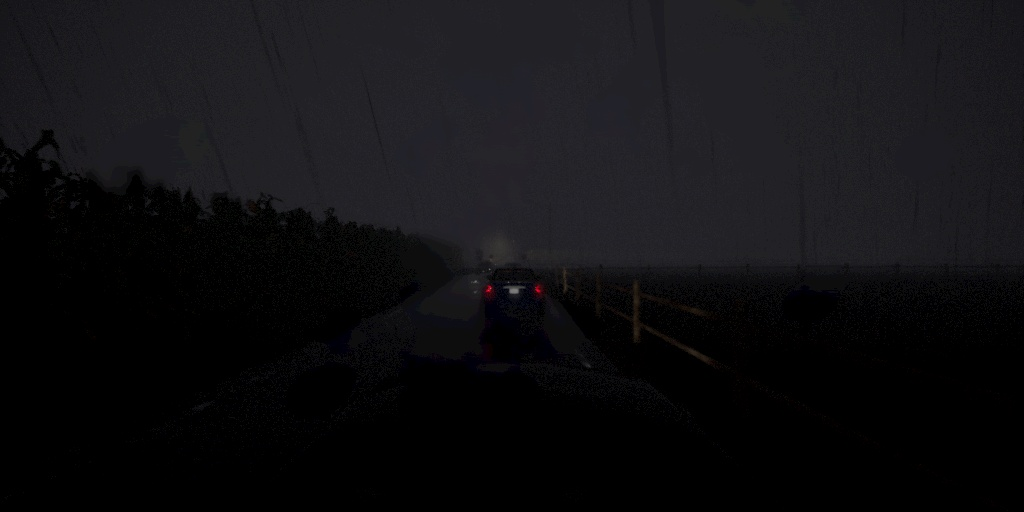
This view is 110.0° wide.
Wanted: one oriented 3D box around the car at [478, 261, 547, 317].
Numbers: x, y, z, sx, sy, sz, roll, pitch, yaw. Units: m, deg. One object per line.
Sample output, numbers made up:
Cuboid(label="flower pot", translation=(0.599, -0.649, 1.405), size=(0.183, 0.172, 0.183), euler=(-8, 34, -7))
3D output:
Cuboid(label="car", translation=(0.080, 1.123, 13.439), size=(2.097, 1.767, 4.553), euler=(0, 0, 0))

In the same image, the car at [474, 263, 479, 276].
Cuboid(label="car", translation=(-2.852, 1.307, 38.413), size=(1.837, 1.490, 4.892), euler=(0, 0, 0))
